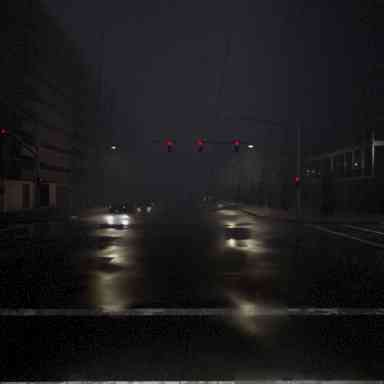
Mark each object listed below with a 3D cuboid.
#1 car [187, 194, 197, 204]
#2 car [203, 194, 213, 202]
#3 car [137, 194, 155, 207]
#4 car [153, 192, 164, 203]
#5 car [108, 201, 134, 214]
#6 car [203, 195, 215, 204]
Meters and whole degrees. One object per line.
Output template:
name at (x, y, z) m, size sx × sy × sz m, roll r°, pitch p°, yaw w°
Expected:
car at (0.001, 1.564, 64.646) m, size 1.994 × 1.385 × 4.181 m, roll 0°, pitch 0°, yaw 1°
car at (3.511, 1.355, 74.600) m, size 2.097 × 1.767 × 4.553 m, roll 0°, pitch 0°, yaw 1°
car at (-7.331, 1.525, 51.982) m, size 1.812 × 1.442 × 4.674 m, roll 0°, pitch 0°, yaw 1°
car at (-7.055, 1.031, 68.809) m, size 2.150 × 2.045 × 5.566 m, roll 0°, pitch 0°, yaw 1°
car at (-7.457, 1.601, 35.288) m, size 1.895 × 1.301 × 4.718 m, roll 0°, pitch 0°, yaw 0°
car at (3.500, 1.492, 64.735) m, size 2.128 × 1.511 × 4.902 m, roll 0°, pitch 0°, yaw 1°
